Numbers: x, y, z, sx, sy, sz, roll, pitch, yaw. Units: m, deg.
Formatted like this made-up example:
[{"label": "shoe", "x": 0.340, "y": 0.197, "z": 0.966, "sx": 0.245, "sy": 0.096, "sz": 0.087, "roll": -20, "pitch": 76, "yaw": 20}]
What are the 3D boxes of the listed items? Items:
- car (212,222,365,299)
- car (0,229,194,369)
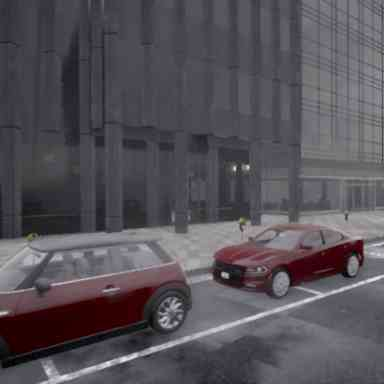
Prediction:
[{"label": "car", "x": 2.533, "y": 1.497, "z": 8.329, "sx": 4.507, "sy": 1.381, "sz": 1.887, "roll": 0, "pitch": 0, "yaw": -35}, {"label": "car", "x": -2.061, "y": 1.432, "z": 5.060, "sx": 4.097, "sy": 1.590, "sz": 1.967, "roll": 0, "pitch": 0, "yaw": -35}]
